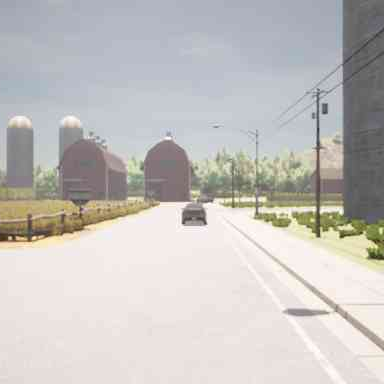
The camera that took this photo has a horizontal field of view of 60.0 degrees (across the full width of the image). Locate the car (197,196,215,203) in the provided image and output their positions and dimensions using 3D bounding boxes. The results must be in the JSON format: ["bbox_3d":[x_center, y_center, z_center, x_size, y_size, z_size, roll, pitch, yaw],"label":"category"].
[{"bbox_3d":[3.137,1.698,73.901,2.097,1.767,4.553,0,0,39],"label":"car"}]

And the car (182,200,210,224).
[{"bbox_3d":[0.226,1.637,26.024,1.837,1.490,4.892,0,0,2],"label":"car"}]
